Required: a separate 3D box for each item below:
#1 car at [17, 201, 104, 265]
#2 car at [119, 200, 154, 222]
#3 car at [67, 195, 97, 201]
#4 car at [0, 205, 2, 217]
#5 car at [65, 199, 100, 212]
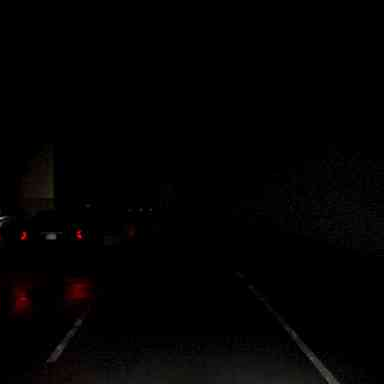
[{"bbox_3d":[-4.469,1.366,11.983,2.097,1.767,4.553,0,0,-8],"label":"car"},{"bbox_3d":[-4.536,1.379,26.618,2.097,1.767,4.553,0,0,-20],"label":"car"},{"bbox_3d":[-10.233,1.257,30.840,2.150,2.045,5.566,0,0,-29],"label":"car"},{"bbox_3d":[-19.426,1.548,31.598,1.837,1.490,4.892,1,-1,-40],"label":"car"},{"bbox_3d":[-13.568,1.591,41.086,2.033,1.411,5.357,0,0,-44],"label":"car"}]
